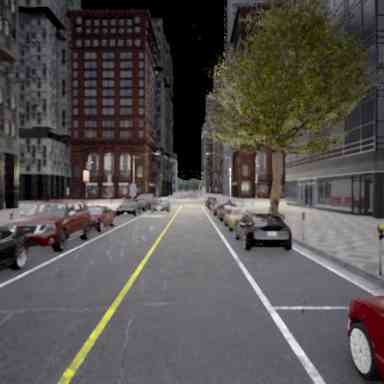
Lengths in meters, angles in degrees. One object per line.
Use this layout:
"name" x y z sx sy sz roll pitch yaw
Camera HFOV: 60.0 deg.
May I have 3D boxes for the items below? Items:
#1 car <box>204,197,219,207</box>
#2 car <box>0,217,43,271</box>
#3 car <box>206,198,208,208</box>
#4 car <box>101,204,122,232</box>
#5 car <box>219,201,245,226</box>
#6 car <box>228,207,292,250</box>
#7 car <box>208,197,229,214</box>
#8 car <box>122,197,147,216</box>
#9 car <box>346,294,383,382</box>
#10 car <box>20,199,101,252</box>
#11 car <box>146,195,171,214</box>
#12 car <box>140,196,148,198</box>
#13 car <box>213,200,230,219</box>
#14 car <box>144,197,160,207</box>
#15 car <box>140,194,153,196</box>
"car" 2.781 1.421 47.678 1.947 1.339 4.313 0 0 0
"car" -5.682 1.534 8.197 1.947 1.339 4.313 0 0 0
"car" 2.799 1.461 36.399 1.802 1.307 4.206 0 0 0
"car" -5.699 1.473 19.474 1.887 1.381 4.507 0 0 0
"car" 2.825 1.453 19.651 1.752 1.417 4.829 0 0 0
"car" 2.834 1.514 13.841 1.947 1.339 4.313 0 0 0
"car" 2.808 1.334 30.760 1.967 1.590 4.097 0 0 0
"car" -5.717 1.459 30.752 1.947 1.339 4.313 0 0 0
"car" 2.852 1.535 2.562 1.887 1.381 4.507 0 0 0
"car" -5.691 1.263 13.834 2.192 1.841 5.009 0 0 0
"car" -3.149 1.376 34.179 2.128 1.511 4.902 0 0 0
"car" -5.726 1.445 36.389 1.947 1.339 4.313 0 0 0
"car" 2.817 1.493 25.120 1.802 1.307 4.206 0 0 0
"car" -5.744 1.436 47.667 1.802 1.307 4.206 0 0 0
"car" -5.735 1.180 42.027 2.192 1.841 5.009 0 0 0
